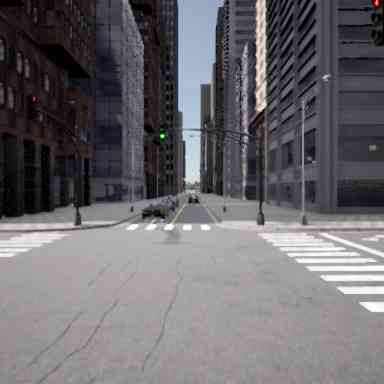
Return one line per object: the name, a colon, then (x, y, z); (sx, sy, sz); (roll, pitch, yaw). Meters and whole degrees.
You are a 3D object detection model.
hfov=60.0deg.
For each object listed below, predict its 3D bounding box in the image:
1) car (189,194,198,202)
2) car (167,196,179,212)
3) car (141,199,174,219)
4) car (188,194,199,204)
car: (0.336, 1.254, 68.725); (1.837, 1.490, 4.892); (0, 0, 0)
car: (-2.917, 1.480, 38.171); (1.994, 1.385, 4.181); (0, 0, 1)
car: (-2.975, 1.538, 28.085); (1.895, 1.301, 4.718); (0, 0, 3)
car: (0.280, 1.360, 58.298); (1.882, 1.535, 5.008); (0, 0, 0)
